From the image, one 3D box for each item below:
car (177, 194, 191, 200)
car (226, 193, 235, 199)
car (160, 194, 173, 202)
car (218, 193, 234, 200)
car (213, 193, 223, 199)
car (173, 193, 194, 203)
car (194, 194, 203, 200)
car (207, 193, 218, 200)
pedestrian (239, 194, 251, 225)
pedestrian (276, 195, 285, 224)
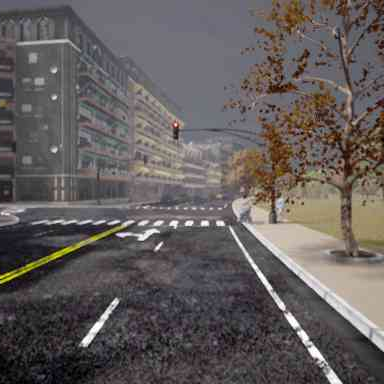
[{"bbox_3d":[-1.838,1.161,78.306,2.033,1.411,5.357,0,0,10],"label":"car"},{"bbox_3d":[10.053,1.102,87.567,1.812,1.442,4.674,0,0,13],"label":"car"},{"bbox_3d":[-4.682,1.168,62.189,1.837,1.490,4.892,0,1,9],"label":"car"},{"bbox_3d":[7.865,1.172,77.131,2.033,1.411,5.357,0,0,11],"label":"car"},{"bbox_3d":[6.785,1.046,87.856,1.882,1.535,5.008,0,0,13],"label":"car"},{"bbox_3d":[-1.482,1.019,61.609,2.097,1.767,4.553,0,0,9],"label":"car"},{"bbox_3d":[1.334,1.217,77.585,1.895,1.301,4.718,0,0,10],"label":"car"},{"bbox_3d":[4.667,1.153,77.713,2.128,1.511,4.902,0,0,11],"label":"car"},{"bbox_3d":[3.177,1.008,19.875,0.375,1.860,0.375,0,0,3],"label":"pedestrian"},{"bbox_3d":[5.404,0.987,20.350,0.375,1.860,0.375,0,0,3],"label":"pedestrian"}]
